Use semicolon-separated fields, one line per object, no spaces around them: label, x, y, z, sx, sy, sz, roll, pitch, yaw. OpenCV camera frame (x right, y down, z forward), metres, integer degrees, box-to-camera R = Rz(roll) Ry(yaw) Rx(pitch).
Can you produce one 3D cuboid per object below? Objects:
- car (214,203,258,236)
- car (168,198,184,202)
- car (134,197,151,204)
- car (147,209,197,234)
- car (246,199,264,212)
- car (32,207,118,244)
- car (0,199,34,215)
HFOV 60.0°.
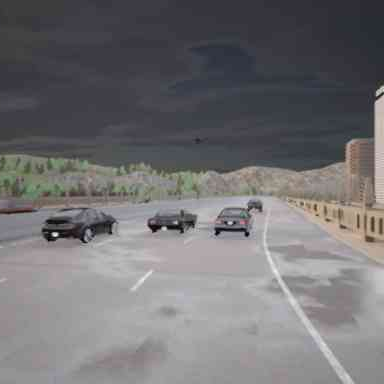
car;2.443;1.582;18.864;2.033;1.411;5.357;0;0;13
car;-2.785;1.745;57.717;2.033;1.411;5.357;0;0;13
car;-9.127;1.700;61.293;2.128;1.511;4.902;0;0;13
car;-0.972;1.624;19.475;1.895;1.301;4.718;0;0;12
car;7.921;1.650;41.871;1.837;1.490;4.892;0;0;13
car;-5.199;1.502;16.040;1.837;1.490;4.892;0;0;10
car;-14.197;1.339;25.386;2.097;1.767;4.553;0;0;13
